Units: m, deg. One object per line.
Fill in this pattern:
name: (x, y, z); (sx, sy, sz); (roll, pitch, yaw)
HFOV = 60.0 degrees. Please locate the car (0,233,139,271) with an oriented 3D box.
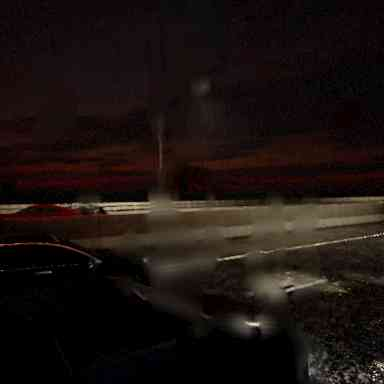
car: (-2.898, 1.504, 5.978); (4.892, 1.490, 1.837); (0, 0, -35)

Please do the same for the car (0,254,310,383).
car: (-0.781, 1.562, 3.188); (4.181, 1.385, 1.994); (0, 0, -35)

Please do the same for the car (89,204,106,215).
car: (-8.617, 1.482, 23.615); (4.902, 1.511, 2.128); (0, 0, -35)

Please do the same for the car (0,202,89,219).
car: (-8.888, 1.473, 19.134); (5.008, 1.535, 1.882); (0, 0, -35)
